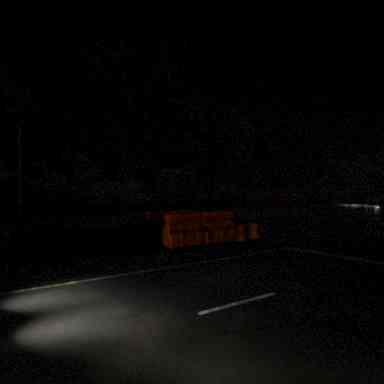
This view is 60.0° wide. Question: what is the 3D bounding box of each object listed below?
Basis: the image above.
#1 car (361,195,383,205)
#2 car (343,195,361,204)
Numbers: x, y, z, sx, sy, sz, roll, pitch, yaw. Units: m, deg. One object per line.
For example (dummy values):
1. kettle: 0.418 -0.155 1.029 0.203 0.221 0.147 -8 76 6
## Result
1. car: 27.789 1.196 49.663 4.674 1.442 1.812 0 0 -35
2. car: 26.269 1.213 52.869 5.357 1.411 2.033 0 0 -35
